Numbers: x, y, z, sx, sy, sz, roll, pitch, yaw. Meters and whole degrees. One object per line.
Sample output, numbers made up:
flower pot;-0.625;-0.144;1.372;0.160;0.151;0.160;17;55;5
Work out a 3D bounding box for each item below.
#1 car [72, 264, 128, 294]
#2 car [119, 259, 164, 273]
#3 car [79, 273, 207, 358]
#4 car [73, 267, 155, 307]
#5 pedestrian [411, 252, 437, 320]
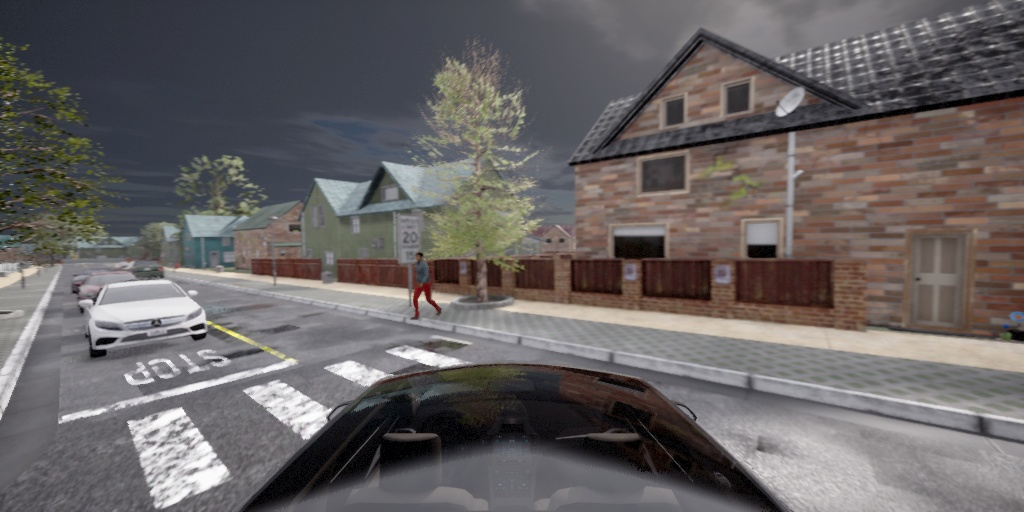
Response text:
car;-24.925;1.436;21.591;4.181;1.385;1.994;0;2;39
car;-31.536;1.127;30.669;4.553;1.767;2.097;0;2;38
car;-9.281;1.340;8.990;4.674;1.442;1.812;0;2;39
car;-16.417;1.366;14.745;4.674;1.442;1.812;0;2;39
pedestrian;-2.358;0.727;9.440;0.375;1.860;0.375;2;5;39
